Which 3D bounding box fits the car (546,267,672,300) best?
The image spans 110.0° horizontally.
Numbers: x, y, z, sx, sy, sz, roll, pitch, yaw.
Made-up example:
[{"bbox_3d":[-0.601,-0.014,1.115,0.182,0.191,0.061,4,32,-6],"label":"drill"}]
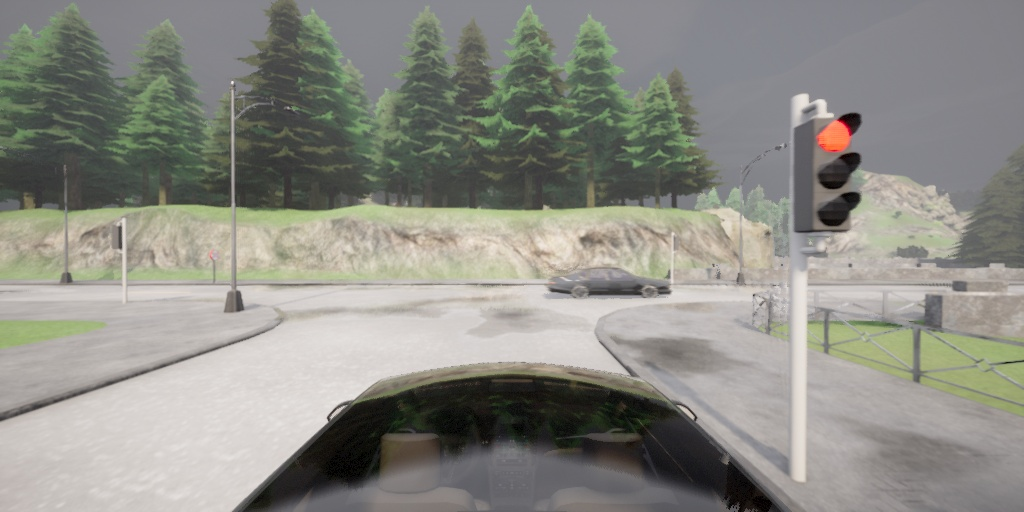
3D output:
[{"bbox_3d":[4.230,1.189,16.171,5.357,1.411,2.033,0,0,0],"label":"car"}]
